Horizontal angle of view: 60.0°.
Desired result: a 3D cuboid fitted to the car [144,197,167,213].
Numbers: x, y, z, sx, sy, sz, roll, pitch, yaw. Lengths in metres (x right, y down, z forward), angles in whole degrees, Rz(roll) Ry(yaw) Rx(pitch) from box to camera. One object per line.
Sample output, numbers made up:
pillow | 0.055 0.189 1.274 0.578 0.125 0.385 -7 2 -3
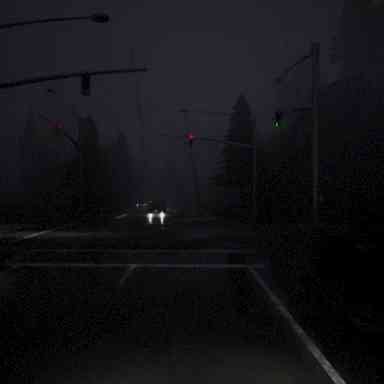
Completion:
car | -3.785 1.543 37.174 2.033 1.411 5.357 0 0 -1

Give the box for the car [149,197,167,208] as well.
car | -5.032 1.485 48.258 2.128 1.511 4.902 0 0 -12

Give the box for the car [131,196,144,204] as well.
car | -10.357 1.518 64.058 1.812 1.442 4.674 0 0 -27
